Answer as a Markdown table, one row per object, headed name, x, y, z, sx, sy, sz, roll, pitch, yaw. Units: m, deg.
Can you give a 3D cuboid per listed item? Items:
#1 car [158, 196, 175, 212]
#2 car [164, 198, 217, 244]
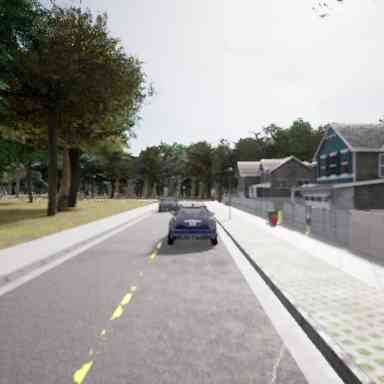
| name | x | y | z | sx | sy | sz | roll | pitch | yaw |
| --- | --- | --- | --- | --- | --- | --- | --- | --- | --- |
| car | -2.673 | 1.323 | 38.078 | 2.097 | 1.767 | 4.553 | 0 | 0 | 0 |
| car | 0.033 | 1.339 | 15.864 | 2.097 | 1.767 | 4.553 | 0 | 0 | 0 |
